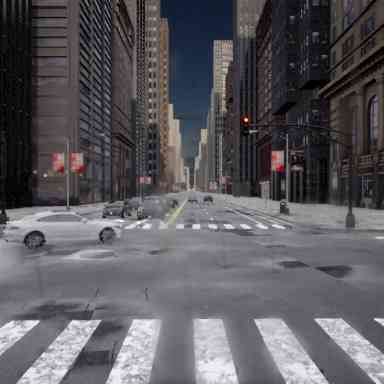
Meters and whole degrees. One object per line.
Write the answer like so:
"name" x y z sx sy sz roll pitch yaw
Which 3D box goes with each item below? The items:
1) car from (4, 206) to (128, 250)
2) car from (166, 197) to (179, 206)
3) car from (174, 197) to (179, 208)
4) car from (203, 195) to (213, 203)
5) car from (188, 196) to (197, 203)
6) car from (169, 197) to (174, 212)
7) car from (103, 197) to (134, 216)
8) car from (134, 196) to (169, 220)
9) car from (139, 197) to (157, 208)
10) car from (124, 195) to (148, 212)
"car" -5.419 1.519 14.324 4.674 1.442 1.812 0 0 -29
"car" -3.311 1.551 56.499 1.895 1.301 4.718 0 0 0
"car" -3.337 1.530 46.482 1.994 1.385 4.181 0 0 0
"car" 3.353 1.424 69.902 1.837 1.490 4.892 0 0 0
"car" 0.103 1.467 69.814 2.033 1.411 5.357 0 0 0
"car" -3.350 1.502 36.459 1.812 1.442 4.674 0 0 0
"car" -6.599 1.487 29.576 1.837 1.490 4.892 0 0 0
"car" -3.289 1.336 27.675 2.097 1.767 4.553 0 0 -2
"car" -6.586 1.509 50.027 2.033 1.411 5.357 0 0 0
"car" -6.595 1.325 39.730 2.097 1.767 4.553 0 0 0
